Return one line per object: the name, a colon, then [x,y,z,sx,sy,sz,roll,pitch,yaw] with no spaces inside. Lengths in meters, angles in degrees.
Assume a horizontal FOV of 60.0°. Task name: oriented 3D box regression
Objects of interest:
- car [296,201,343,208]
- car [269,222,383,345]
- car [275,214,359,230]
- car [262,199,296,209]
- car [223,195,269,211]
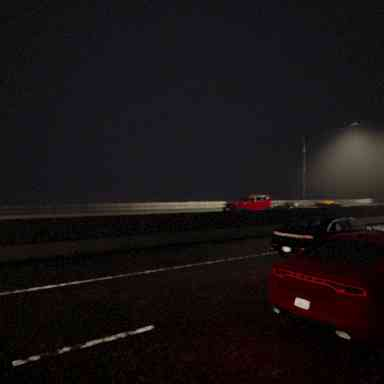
car: [11.829,1.589,29.677,5.008,1.535,1.882,0,0,-36]
car: [3.640,1.506,6.356,5.008,1.535,1.882,0,0,-36]
car: [4.844,1.537,11.522,4.902,1.511,2.128,0,0,-36]
car: [9.717,1.658,32.472,5.357,1.411,2.033,0,0,-36]
car: [5.705,1.322,33.905,5.566,2.045,2.150,0,0,-36]
